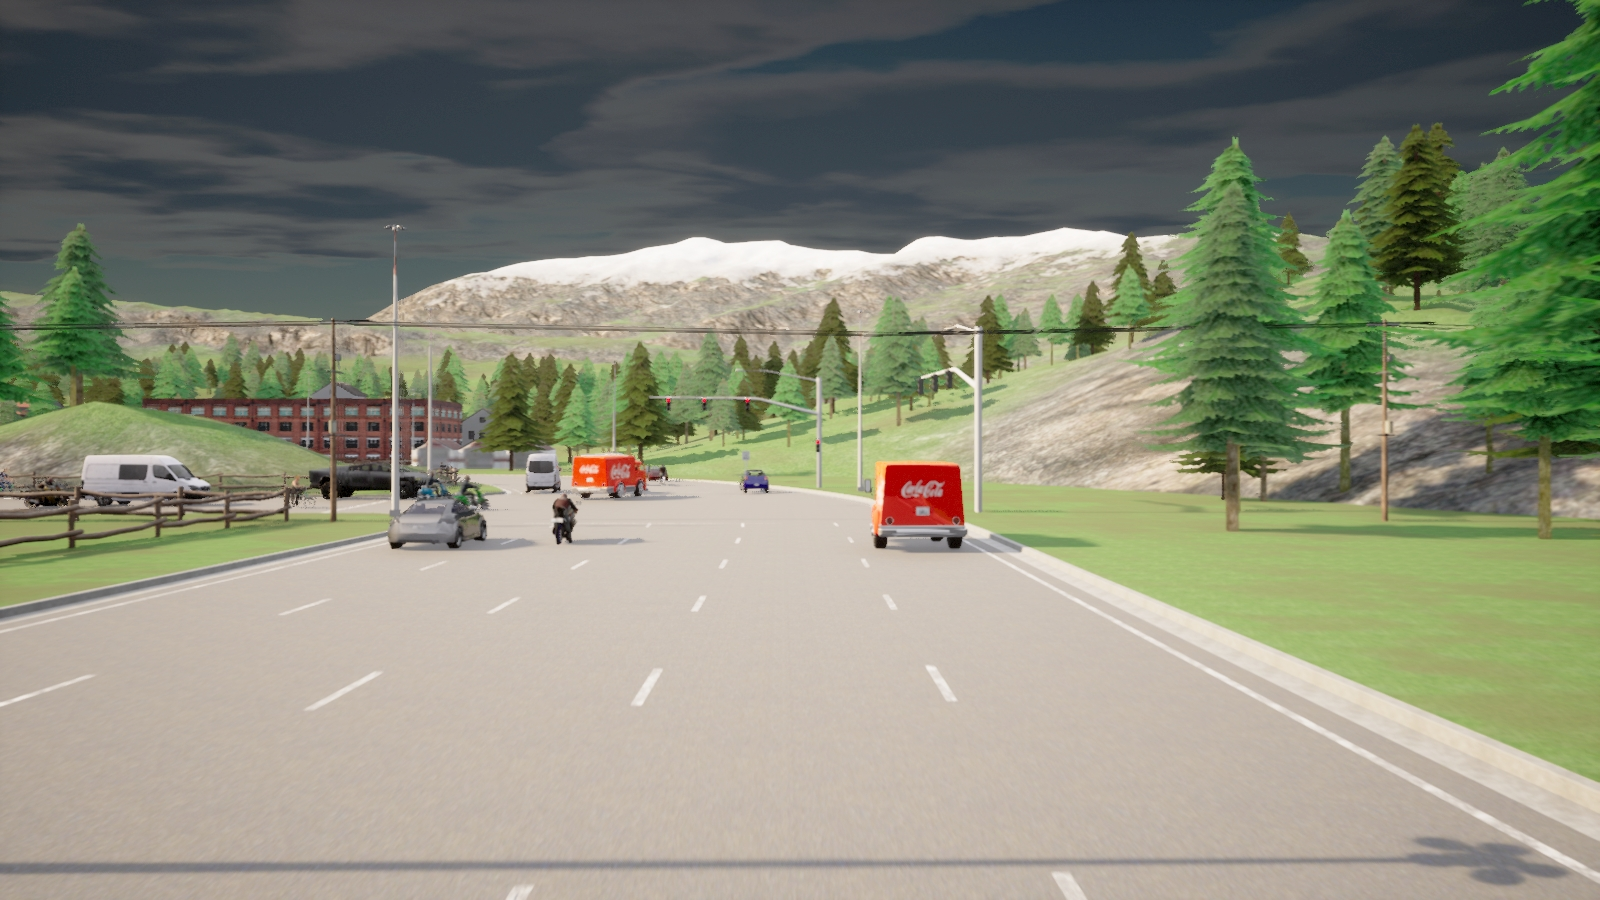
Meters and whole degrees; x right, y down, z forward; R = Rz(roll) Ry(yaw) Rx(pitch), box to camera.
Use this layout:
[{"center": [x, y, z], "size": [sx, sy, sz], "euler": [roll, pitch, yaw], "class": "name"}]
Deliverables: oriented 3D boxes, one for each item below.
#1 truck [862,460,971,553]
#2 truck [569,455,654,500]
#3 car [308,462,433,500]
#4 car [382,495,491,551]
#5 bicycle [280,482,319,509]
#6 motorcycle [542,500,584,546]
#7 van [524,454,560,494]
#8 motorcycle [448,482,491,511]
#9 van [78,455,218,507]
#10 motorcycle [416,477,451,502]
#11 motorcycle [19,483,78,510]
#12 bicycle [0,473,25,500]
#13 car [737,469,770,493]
[{"center": [3.323, 1.568, 33.758], "size": [2.627, 2.467, 5.204], "euler": [0, 0, -1], "class": "truck"}, {"center": [-10.979, 1.573, 66.926], "size": [2.627, 2.467, 5.204], "euler": [0, 0, 21], "class": "truck"}, {"center": [-24.389, 1.757, 65.061], "size": [6.274, 2.098, 2.390], "euler": [0, 0, -1], "class": "car"}, {"center": [-10.680, 2.120, 33.882], "size": [1.994, 1.385, 4.181], "euler": [0, 0, -1], "class": "car"}, {"center": [-23.914, 2.161, 54.571], "size": [1.487, 1.276, 0.859], "euler": [0, 0, -1], "class": "bicycle"}, {"center": [-7.206, 2.206, 34.828], "size": [0.867, 1.251, 2.209], "euler": [0, 0, -1], "class": "motorcycle"}, {"center": [-17.171, 1.537, 76.324], "size": [1.988, 2.561, 5.915], "euler": [0, 0, -10], "class": "van"}, {"center": [-15.270, 2.144, 52.777], "size": [1.805, 1.316, 0.856], "euler": [0, -2, -23], "class": "motorcycle"}, {"center": [-32.980, 1.540, 57.877], "size": [5.915, 2.561, 1.988], "euler": [0, 0, -1], "class": "van"}, {"center": [-19.968, 2.145, 62.318], "size": [1.805, 1.316, 0.856], "euler": [0, -2, -18], "class": "motorcycle"}, {"center": [-35.723, 2.210, 54.337], "size": [2.209, 1.251, 0.867], "euler": [0, 0, -1], "class": "motorcycle"}, {"center": [-44.866, 2.062, 64.695], "size": [1.643, 1.496, 0.373], "euler": [0, 0, -1], "class": "bicycle"}, {"center": [-3.132, 2.039, 76.579], "size": [1.845, 1.501, 3.633], "euler": [0, 0, -9], "class": "car"}]
